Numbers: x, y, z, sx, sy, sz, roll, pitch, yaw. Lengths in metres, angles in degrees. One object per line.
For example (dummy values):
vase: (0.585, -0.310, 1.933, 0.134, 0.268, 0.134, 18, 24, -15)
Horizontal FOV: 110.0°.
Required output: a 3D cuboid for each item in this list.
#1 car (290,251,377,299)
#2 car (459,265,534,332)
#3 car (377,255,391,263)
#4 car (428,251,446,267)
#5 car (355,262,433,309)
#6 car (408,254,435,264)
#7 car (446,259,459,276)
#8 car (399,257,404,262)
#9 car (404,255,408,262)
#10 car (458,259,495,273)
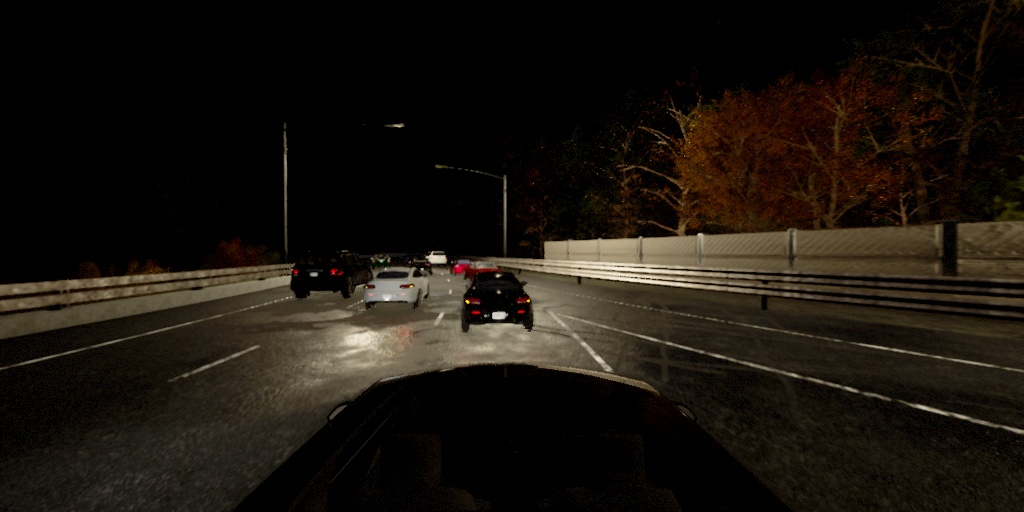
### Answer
car: (-8.232, 0.795, 16.867, 2.150, 2.045, 5.566, 0, 1, -8)
car: (-0.488, 1.166, 10.432, 1.812, 1.442, 4.674, 0, 0, -5)
car: (-15.398, 0.621, 42.039, 2.097, 1.767, 4.553, -1, 1, -22)
car: (-10.180, 0.410, 47.342, 2.150, 2.045, 5.566, 0, 1, -24)
car: (-4.352, 1.129, 13.975, 1.812, 1.442, 4.674, 0, 1, -7)
car: (-8.428, 0.872, 33.107, 1.837, 1.490, 4.892, 0, 1, -16)
car: (-4.380, 0.941, 31.643, 1.994, 1.385, 4.181, 0, 1, -16)
car: (-18.183, 0.540, 62.431, 1.812, 1.442, 4.674, -1, 1, -35)
car: (-15.066, 0.623, 57.063, 2.033, 1.411, 5.357, -1, 1, -30)
car: (-2.160, 1.057, 25.086, 1.895, 1.301, 4.718, 0, 1, -20)
